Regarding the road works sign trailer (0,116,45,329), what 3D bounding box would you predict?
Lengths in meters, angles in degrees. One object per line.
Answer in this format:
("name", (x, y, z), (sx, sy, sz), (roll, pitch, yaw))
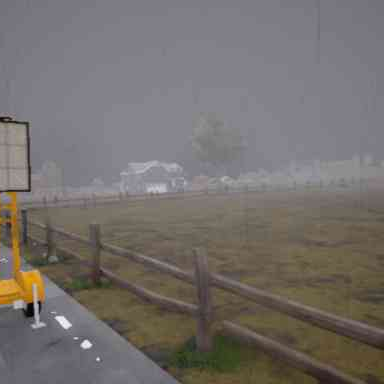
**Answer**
("road works sign trailer", (-4.156, 0.428, 5.824), (2.380, 3.560, 2.880), (-2, 1, -37))
